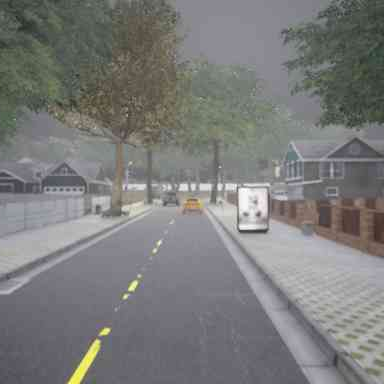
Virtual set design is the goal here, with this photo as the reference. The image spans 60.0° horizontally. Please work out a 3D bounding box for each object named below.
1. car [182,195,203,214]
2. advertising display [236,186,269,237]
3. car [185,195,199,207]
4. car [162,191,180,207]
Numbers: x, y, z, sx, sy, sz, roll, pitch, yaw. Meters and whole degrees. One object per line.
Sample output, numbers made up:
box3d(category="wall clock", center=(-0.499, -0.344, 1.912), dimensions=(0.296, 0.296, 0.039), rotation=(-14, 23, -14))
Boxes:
box3d(category="car", center=(0.050, 1.287, 33.333), dimensions=(1.882, 1.535, 5.008), rotation=(0, 1, 0))
box3d(category="advertising display", center=(2.985, 0.946, 16.368), dimensions=(1.540, 2.440, 0.280), rotation=(-1, -1, 0))
box3d(category="car", center=(0.020, 1.215, 46.738), dimensions=(1.812, 1.442, 4.674), rotation=(0, 1, 0))
box3d(category="car", center=(-2.854, 0.916, 46.207), dimensions=(2.150, 2.045, 5.566), rotation=(0, 1, 0))
